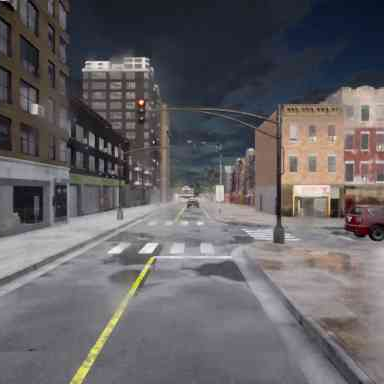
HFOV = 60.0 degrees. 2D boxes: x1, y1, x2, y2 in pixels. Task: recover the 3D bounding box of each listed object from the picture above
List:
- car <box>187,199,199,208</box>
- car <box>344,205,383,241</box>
[{"bbox_3d":[0.192,1.934,55.911,1.837,1.490,4.892,0,-1,0],"label":"car"},{"bbox_3d":[10.843,1.642,17.854,5.009,1.841,2.192,1,-1,0],"label":"car"}]
